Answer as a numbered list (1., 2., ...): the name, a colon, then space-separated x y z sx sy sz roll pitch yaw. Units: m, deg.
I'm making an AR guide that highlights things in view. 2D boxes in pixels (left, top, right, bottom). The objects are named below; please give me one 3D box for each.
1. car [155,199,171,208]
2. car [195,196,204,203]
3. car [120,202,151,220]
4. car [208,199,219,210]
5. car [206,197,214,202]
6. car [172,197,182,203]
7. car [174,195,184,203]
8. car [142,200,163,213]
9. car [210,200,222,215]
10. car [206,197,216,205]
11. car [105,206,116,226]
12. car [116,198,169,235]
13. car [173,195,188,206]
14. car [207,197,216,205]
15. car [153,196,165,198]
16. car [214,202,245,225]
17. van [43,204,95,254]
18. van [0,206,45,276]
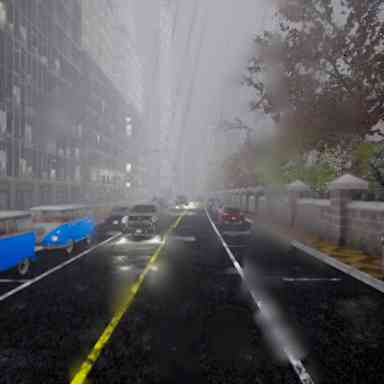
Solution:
1. car: -4.588 1.815 52.912 2.008 1.369 4.403 0 0 1
2. car: 1.687 1.935 81.278 1.812 1.442 4.674 0 0 2
3. car: -5.067 1.701 30.396 2.008 1.369 4.403 0 0 1
4. car: 3.058 1.747 36.223 1.947 1.339 4.313 0 0 1
5. car: 4.639 1.986 86.993 1.887 1.381 4.507 0 0 3
6. car: -3.642 1.954 81.033 1.887 1.381 4.507 0 0 2
7. car: -3.408 1.753 86.656 2.192 1.841 5.009 0 0 2
8. car: -4.860 1.758 41.650 2.008 1.369 4.403 0 0 1
9. car: 2.962 1.718 30.573 1.947 1.339 4.313 0 0 1
10. car: 3.302 1.678 47.511 1.967 1.590 4.097 0 0 2
11. car: -5.145 1.688 24.760 1.947 1.339 4.313 0 0 1
12. car: -2.734 1.448 19.450 2.097 1.767 4.553 0 0 1
13. car: -1.831 1.526 60.674 2.150 2.045 5.566 0 0 2
14. car: 3.952 1.850 68.364 1.837 1.490 4.892 0 0 2
15. car: -4.731 1.551 47.279 2.192 1.841 5.009 0 0 1
16. car: 2.883 1.669 24.928 1.887 1.381 4.507 0 0 1
17. van: -5.262 1.407 13.507 1.690 1.788 3.998 0 0 0
18. van: -5.293 1.380 7.878 1.690 1.788 3.998 0 0 0
